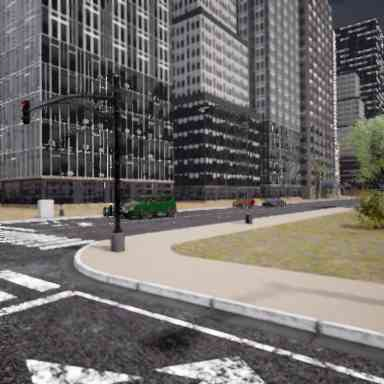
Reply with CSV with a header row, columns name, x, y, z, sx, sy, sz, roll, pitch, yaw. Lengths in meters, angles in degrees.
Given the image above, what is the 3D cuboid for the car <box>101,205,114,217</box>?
name,x,y,z,sx,sy,sz,roll,pitch,yaw
car,-6.203,1.577,31.118,1.837,1.490,4.892,-1,-1,37

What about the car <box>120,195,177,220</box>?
name,x,y,z,sx,sy,sz,roll,pitch,yaw
car,-3.639,1.251,29.127,2.150,2.045,5.566,-1,-1,37

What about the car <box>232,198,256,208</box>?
name,x,y,z,sx,sy,sz,roll,pitch,yaw
car,7.777,1.576,49.567,1.882,1.535,5.008,-1,-1,38

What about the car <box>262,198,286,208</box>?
name,x,y,z,sx,sy,sz,roll,pitch,yaw
car,12.431,1.606,50.284,2.033,1.411,5.357,-1,-1,38
